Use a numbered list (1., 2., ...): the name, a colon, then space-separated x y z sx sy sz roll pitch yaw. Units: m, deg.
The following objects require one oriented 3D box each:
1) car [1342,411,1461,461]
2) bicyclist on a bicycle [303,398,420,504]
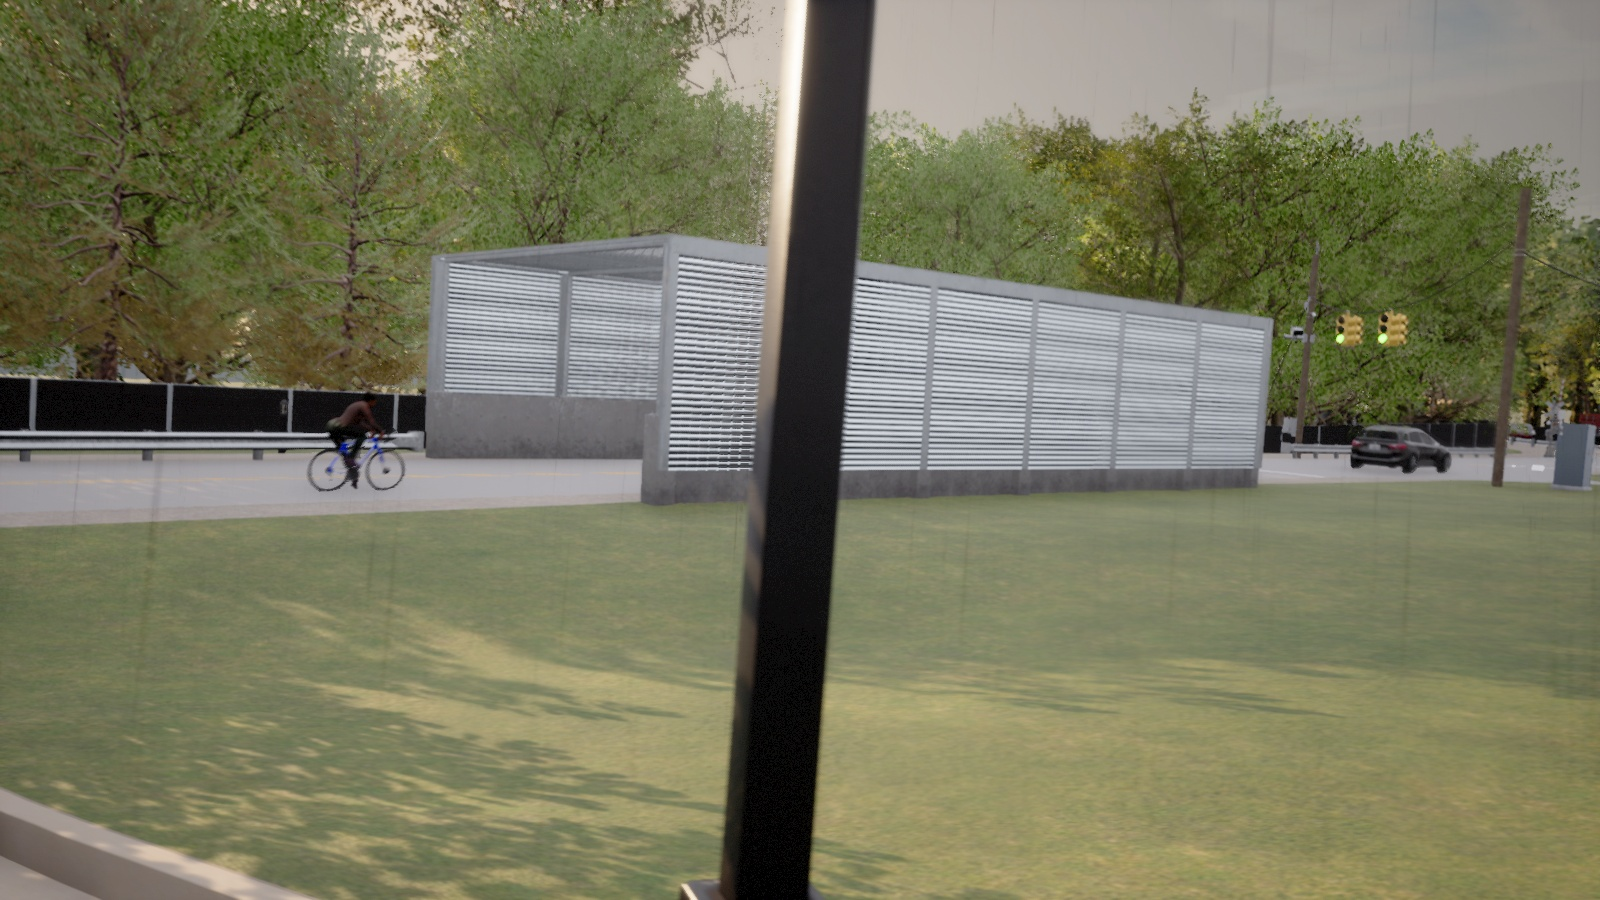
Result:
1. car: 22.550 -0.542 47.015 4.611 1.667 2.242 -1 5 -41
2. bicyclist on a bicycle: -7.072 -0.002 20.291 0.582 1.620 1.656 6 5 44
